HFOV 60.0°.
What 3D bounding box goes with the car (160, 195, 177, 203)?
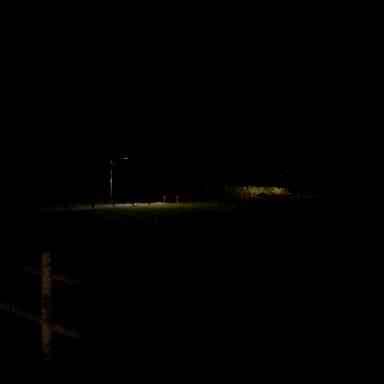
[{"bbox_3d":[-4.363,1.318,63.691,1.994,1.385,4.181,0,0,31],"label":"car"}]
